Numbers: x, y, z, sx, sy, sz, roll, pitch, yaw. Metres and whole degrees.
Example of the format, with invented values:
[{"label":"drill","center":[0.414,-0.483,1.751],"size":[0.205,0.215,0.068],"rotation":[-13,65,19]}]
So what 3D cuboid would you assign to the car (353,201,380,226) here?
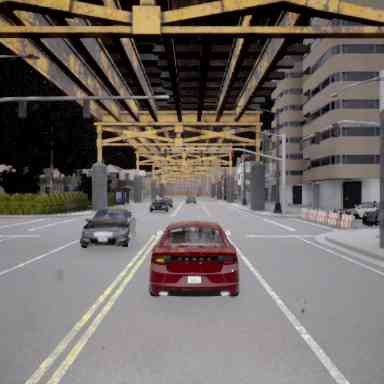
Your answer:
[{"label":"car","center":[13.211,1.453,21.343],"size":[4.974,1.542,2.038],"rotation":[0,0,-20]}]

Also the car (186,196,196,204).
[{"label":"car","center":[-0.153,1.547,63.319],"size":[2.033,1.411,5.357],"rotation":[0,0,0]}]

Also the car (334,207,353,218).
[{"label":"car","center":[13.574,1.295,25.481],"size":[4.536,1.218,1.853],"rotation":[0,0,25]}]

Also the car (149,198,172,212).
[{"label":"car","center":[-3.684,1.564,38.282],"size":[1.994,1.385,4.181],"rotation":[0,0,0]}]

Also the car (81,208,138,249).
[{"label":"car","center":[-3.478,1.491,14.729],"size":[2.128,1.511,4.902],"rotation":[0,0,-5]}]

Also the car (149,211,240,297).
[{"label":"car","center":[0.053,1.478,8.643],"size":[1.882,1.535,5.008],"rotation":[0,0,0]}]
